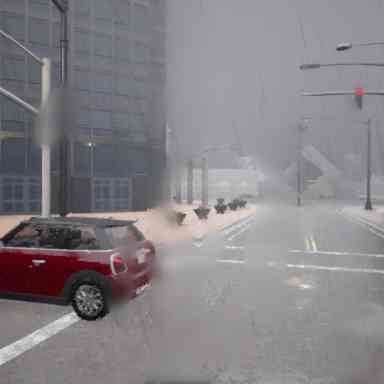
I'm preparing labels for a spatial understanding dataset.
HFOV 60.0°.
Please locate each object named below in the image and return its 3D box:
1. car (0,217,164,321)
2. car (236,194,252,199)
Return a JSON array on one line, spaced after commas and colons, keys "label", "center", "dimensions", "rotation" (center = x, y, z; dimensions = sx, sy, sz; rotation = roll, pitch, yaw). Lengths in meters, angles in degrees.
[{"label": "car", "center": [-2.991, 1.321, 7.136], "dimensions": [4.553, 1.767, 2.097], "rotation": [0, 0, 17]}, {"label": "car", "center": [14.228, 1.203, 91.225], "dimensions": [4.892, 1.490, 1.837], "rotation": [0, 0, -36]}]
